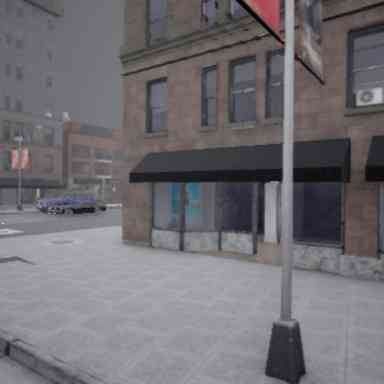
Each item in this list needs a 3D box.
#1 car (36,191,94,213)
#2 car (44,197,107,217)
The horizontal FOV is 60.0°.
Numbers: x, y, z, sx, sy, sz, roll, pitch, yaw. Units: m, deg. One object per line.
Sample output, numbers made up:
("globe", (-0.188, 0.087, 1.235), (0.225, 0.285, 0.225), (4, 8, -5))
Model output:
("car", (-11.663, 0.952, 31.322), (2.150, 2.045, 5.566), (1, 1, 35))
("car", (-9.724, 1.377, 28.448), (1.895, 1.301, 4.718), (1, 1, 35))
